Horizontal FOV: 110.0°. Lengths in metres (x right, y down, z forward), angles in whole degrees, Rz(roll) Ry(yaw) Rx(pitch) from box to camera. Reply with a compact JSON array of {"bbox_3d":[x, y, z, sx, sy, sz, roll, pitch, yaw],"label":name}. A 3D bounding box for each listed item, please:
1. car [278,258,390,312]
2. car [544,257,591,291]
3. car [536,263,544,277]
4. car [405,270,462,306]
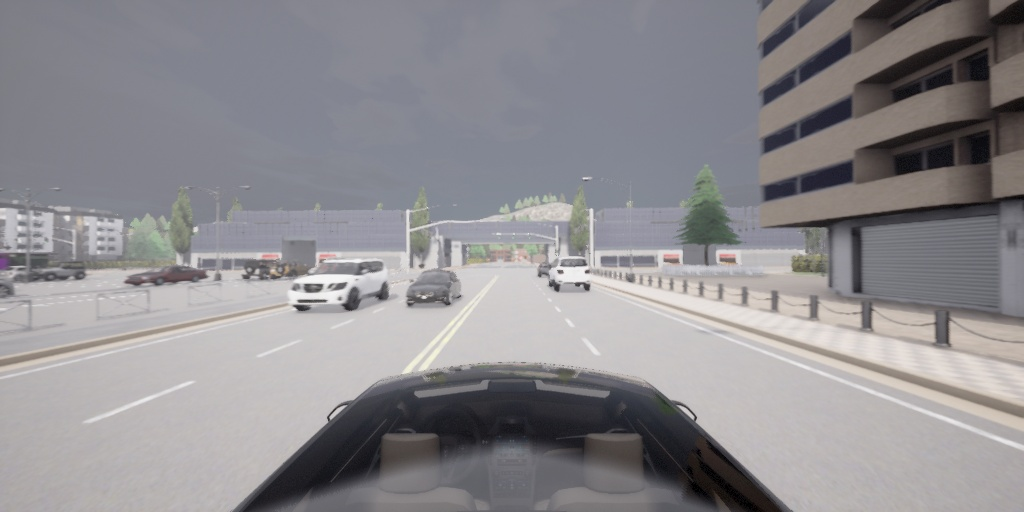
[{"bbox_3d":[-7.064,1.120,15.438,2.150,2.045,5.566,0,0,0],"label":"car"},{"bbox_3d":[3.600,1.095,23.209,2.150,2.045,5.566,0,-1,0],"label":"car"},{"bbox_3d":[3.647,1.478,38.644,2.128,1.511,4.902,0,0,0],"label":"car"},{"bbox_3d":[-3.468,1.415,16.615,1.837,1.490,4.892,0,-1,0],"label":"car"}]
